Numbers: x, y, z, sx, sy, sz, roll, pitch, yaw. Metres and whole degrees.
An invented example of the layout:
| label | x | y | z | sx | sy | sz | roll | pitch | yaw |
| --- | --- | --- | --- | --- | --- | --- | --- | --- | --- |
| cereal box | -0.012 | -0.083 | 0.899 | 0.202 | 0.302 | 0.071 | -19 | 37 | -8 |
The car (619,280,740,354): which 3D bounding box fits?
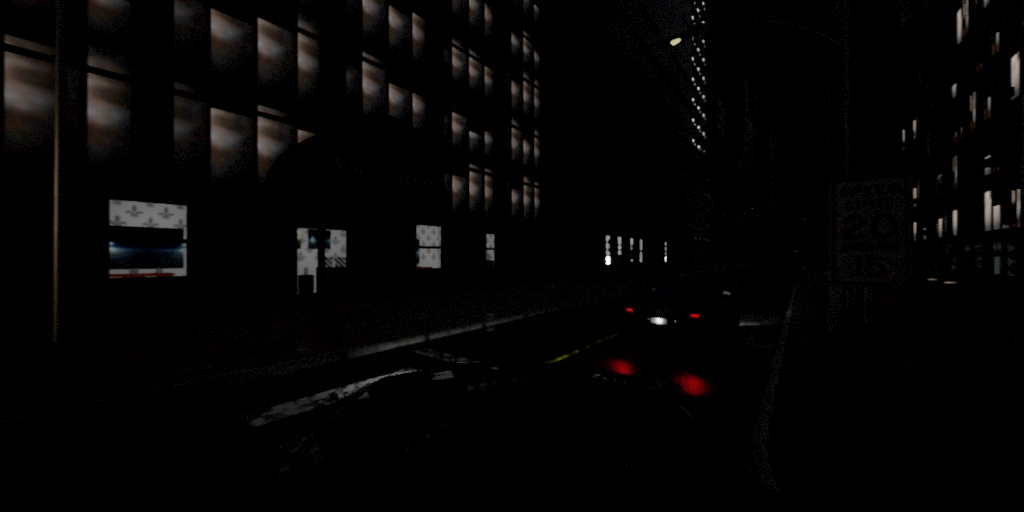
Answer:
| label | x | y | z | sx | sy | sz | roll | pitch | yaw |
| --- | --- | --- | --- | --- | --- | --- | --- | --- | --- |
| car | 4.266 | 1.293 | 8.889 | 1.994 | 1.385 | 4.181 | 0 | 0 | 39 |
